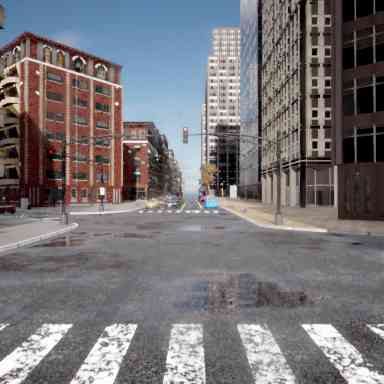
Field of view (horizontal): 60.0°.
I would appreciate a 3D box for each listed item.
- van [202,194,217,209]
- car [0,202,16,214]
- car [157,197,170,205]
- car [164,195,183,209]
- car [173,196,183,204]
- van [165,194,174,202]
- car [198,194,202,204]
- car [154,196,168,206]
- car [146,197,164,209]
[{"bbox_3d":[2.575,1.386,45.784,1.690,1.788,3.998,0,0,0],"label":"van"},{"bbox_3d":[-21.141,1.790,36.459,4.718,1.301,1.895,-1,-1,41],"label":"car"},{"bbox_3d":[-5.305,1.650,62.443,1.947,1.339,4.313,0,0,0],"label":"car"},{"bbox_3d":[-2.807,1.537,45.974,2.128,1.511,4.902,0,0,2],"label":"car"},{"bbox_3d":[-2.766,1.621,66.428,1.812,1.442,4.674,0,0,1],"label":"car"},{"bbox_3d":[-5.302,1.474,79.099,1.690,1.788,3.998,0,0,0],"label":"van"},{"bbox_3d":[2.576,1.644,67.993,1.887,1.381,4.507,0,0,0],"label":"car"},{"bbox_3d":[-5.305,1.510,56.891,1.967,1.590,4.097,0,0,0],"label":"car"},{"bbox_3d":[-5.306,1.570,45.615,1.752,1.417,4.829,0,0,0],"label":"car"}]
